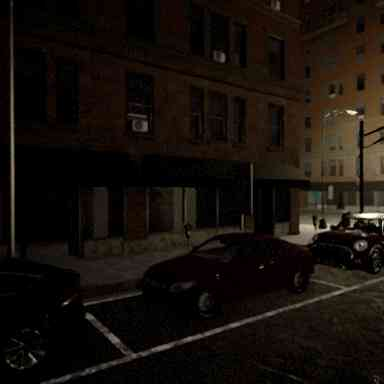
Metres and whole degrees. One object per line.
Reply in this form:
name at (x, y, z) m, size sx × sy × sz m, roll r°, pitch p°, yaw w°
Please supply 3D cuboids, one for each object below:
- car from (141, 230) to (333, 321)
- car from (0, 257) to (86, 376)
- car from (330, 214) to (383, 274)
car at (0.962, 1.577, 7.219) m, size 4.206 × 1.307 × 1.802 m, roll 0°, pitch 0°, yaw -35°
car at (-3.518, 1.567, 4.025) m, size 4.313 × 1.339 × 1.947 m, roll 0°, pitch 0°, yaw -35°
car at (5.441, 1.431, 10.413) m, size 4.097 × 1.590 × 1.967 m, roll 0°, pitch 0°, yaw -35°
